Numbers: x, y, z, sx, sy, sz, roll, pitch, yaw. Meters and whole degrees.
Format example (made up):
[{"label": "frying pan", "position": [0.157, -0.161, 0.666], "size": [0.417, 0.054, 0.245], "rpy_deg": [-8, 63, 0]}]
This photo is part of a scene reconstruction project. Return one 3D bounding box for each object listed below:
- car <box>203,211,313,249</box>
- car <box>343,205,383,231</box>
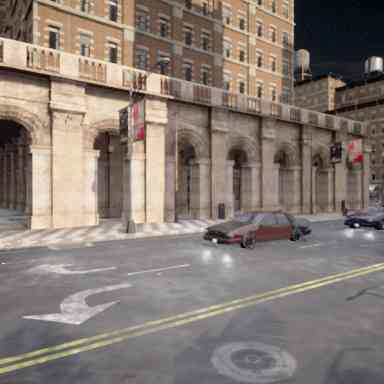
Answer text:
[{"label": "car", "position": [3.078, 1.547, 14.739], "size": [5.357, 1.411, 2.033], "rpy_deg": [0, 0, -35]}, {"label": "car", "position": [11.755, 1.546, 20.872], "size": [5.357, 1.411, 2.033], "rpy_deg": [0, 0, -35]}]
